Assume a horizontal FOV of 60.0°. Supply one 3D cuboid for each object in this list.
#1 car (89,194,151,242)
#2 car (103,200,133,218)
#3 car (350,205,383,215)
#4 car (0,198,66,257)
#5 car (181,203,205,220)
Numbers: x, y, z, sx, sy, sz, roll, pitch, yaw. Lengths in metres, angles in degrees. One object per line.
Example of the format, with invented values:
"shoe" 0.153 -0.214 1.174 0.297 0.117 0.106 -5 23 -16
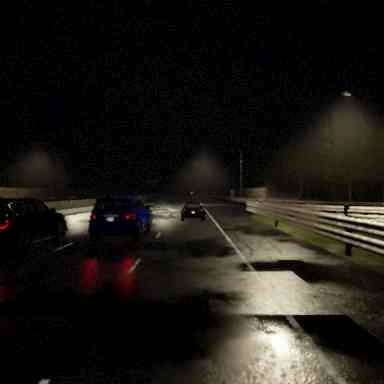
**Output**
"car" -3.400 1.231 16.542 2.150 2.045 5.566 0 0 0
"car" -6.901 1.566 31.367 1.812 1.442 4.674 0 0 0
"car" 15.225 1.734 26.991 1.895 1.301 4.718 0 -1 -22
"car" -6.900 1.226 13.080 2.150 2.045 5.566 0 0 0
"car" 0.099 1.598 28.565 1.994 1.385 4.181 0 0 0
